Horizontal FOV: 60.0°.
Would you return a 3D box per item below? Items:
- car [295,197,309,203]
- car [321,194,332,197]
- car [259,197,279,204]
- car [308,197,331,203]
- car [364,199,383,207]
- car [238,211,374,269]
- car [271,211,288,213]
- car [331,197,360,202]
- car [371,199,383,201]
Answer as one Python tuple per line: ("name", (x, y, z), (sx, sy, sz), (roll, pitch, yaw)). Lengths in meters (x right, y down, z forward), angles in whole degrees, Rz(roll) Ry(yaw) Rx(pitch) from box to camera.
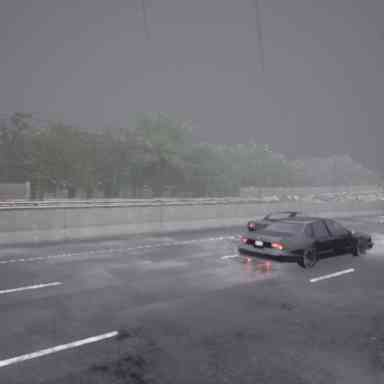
("car", (22.348, 1.592, 67.027), (1.895, 1.301, 4.718), (1, 1, 37))
("car", (32.126, 1.344, 79.503), (1.837, 1.490, 4.892), (1, 1, 39))
("car", (12.671, 1.558, 54.515), (1.812, 1.442, 4.674), (1, 1, 39))
("car", (19.791, 1.738, 49.221), (4.718, 1.301, 1.895), (1, 0, -36))
("car", (32.288, 1.979, 58.401), (4.718, 1.301, 1.895), (1, -1, -36))
("car", (3.958, 1.537, 11.138), (5.357, 1.411, 2.033), (0, 0, -37))
("car", (4.990, 1.583, 16.259), (4.718, 1.301, 1.895), (0, 0, -37))
("car", (22.434, 1.706, 46.825), (5.357, 1.411, 2.033), (1, 0, -36))
("car", (24.941, 1.684, 44.330), (4.892, 1.490, 1.837), (2, -1, -36))
